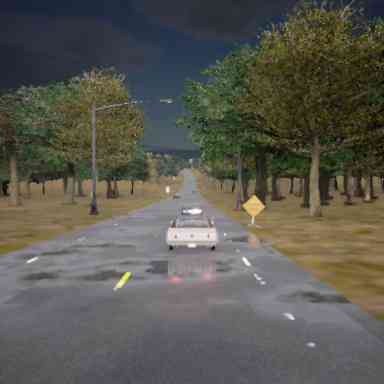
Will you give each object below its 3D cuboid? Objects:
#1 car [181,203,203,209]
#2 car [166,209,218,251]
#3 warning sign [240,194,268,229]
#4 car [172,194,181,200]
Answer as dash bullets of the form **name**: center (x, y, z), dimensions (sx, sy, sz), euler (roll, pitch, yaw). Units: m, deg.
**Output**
- **car**: center (0.002, 1.588, 29.164), dimensions (1.895, 1.301, 4.718), euler (0, 0, 0)
- **car**: center (0.001, 1.616, 14.140), dimensions (1.895, 1.301, 4.718), euler (0, 0, 0)
- **warning sign**: center (3.606, 1.115, 19.453), dimensions (1.300, 1.860, 1.060), euler (3, 3, 0)
- **car**: center (-3.497, 1.141, 76.221), dimensions (1.895, 1.301, 4.718), euler (0, 1, 0)
